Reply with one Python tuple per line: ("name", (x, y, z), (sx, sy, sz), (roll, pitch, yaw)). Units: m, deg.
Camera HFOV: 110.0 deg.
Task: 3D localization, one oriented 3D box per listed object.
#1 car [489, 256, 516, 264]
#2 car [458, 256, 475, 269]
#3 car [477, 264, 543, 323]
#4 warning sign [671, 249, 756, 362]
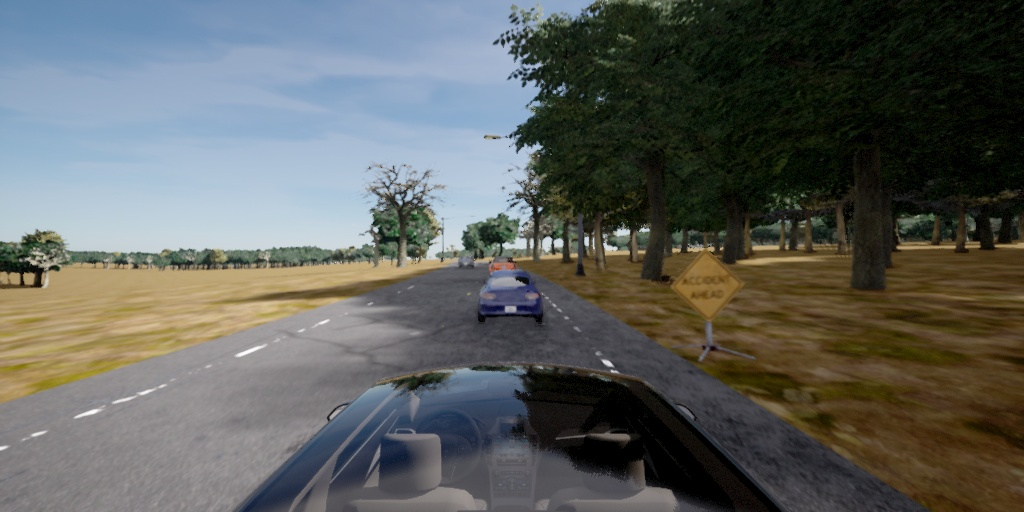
("car", (-0.714, 0.781, 27.674), (2.097, 1.767, 4.553), (0, 1, -3))
("car", (-5.624, 0.752, 44.434), (2.128, 1.511, 4.902), (0, 1, -5))
("car", (-0.070, 1.144, 11.376), (1.812, 1.442, 4.674), (0, 1, -1))
("warning sign", (3.520, 0.799, 6.372), (1.300, 1.860, 1.060), (0, 0, -1))
